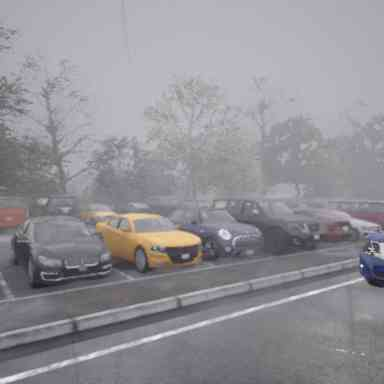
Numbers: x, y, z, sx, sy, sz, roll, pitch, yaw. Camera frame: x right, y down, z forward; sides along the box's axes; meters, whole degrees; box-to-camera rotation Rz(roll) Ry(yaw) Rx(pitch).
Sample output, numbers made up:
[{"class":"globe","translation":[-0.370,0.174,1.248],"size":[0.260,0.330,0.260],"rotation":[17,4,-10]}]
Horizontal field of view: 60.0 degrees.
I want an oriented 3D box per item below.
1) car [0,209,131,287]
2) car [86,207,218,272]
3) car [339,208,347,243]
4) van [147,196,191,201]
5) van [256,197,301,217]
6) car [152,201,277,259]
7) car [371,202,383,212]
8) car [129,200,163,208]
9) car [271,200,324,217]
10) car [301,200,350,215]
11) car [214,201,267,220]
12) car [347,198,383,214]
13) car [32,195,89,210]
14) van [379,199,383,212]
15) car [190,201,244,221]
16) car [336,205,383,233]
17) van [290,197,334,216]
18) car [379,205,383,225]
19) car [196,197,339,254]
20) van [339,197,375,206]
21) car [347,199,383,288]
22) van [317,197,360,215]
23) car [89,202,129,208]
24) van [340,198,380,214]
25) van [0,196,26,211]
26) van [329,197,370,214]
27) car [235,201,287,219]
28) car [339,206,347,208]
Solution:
[{"class":"car","translation":[-3.878,1.467,9.503],"size":[2.231,1.521,4.892],"rotation":[0,0,-35]},{"class":"car","translation":[-1.620,1.482,11.112],"size":[2.097,1.535,5.008],"rotation":[1,0,-35]},{"class":"car","translation":[5.147,1.598,15.959],"size":[2.163,1.488,4.792],"rotation":[1,0,-35]},{"class":"van","translation":[-2.323,1.345,26.805],"size":[1.878,1.987,4.442],"rotation":[1,0,-35]},{"class":"van","translation":[8.959,1.505,34.839],"size":[1.878,1.987,4.442],"rotation":[1,0,-35]},{"class":"car","translation":[0.628,1.382,12.743],"size":[2.185,1.767,4.553],"rotation":[1,0,-35]},{"class":"car","translation":[29.312,2.299,49.188],"size":[2.002,1.452,4.674],"rotation":[2,-1,-35]},{"class":"car","translation":[-4.510,1.540,25.095],"size":[2.231,1.521,4.892],"rotation":[1,0,-35]},{"class":"car","translation":[11.389,1.760,36.200],"size":[1.946,1.575,5.366],"rotation":[1,0,-35]},{"class":"car","translation":[15.790,1.827,39.567],"size":[2.097,1.535,5.008],"rotation":[1,0,-35]},{"class":"car","translation":[4.515,1.667,31.525],"size":[2.097,1.535,5.008],"rotation":[1,0,-35]},{"class":"car","translation":[24.720,1.851,45.886],"size":[2.435,2.045,5.566],"rotation":[2,-1,-35]},{"class":"car","translation":[-9.038,1.232,21.913],"size":[2.435,2.045,5.566],"rotation":[0,0,-35]},{"class":"van","translation":[31.402,2.106,50.822],"size":[1.878,1.987,4.442],"rotation":[2,-1,-35]},{"class":"car","translation":[2.156,1.634,29.845],"size":[2.097,1.535,5.008],"rotation":[1,0,-35]},{"class":"car","translation":[11.944,1.665,20.771],"size":[2.097,1.535,5.008],"rotation":[1,0,-35]},{"class":"van","translation":[13.606,1.569,37.862],"size":[1.878,1.987,4.442],"rotation":[1,0,-35]},{"class":"car","translation":[16.486,1.758,23.962],"size":[2.163,1.488,4.792],"rotation":[1,0,-35]},{"class":"car","translation":[2.921,1.285,14.304],"size":[2.435,2.045,5.566],"rotation":[1,0,-35]},{"class":"van","translation":[9.620,1.407,19.252],"size":[1.878,1.987,4.442],"rotation":[1,0,-35]},{"class":"car","translation":[6.475,1.274,8.301],"size":[5.566,2.045,2.150],"rotation":[1,0,-35]},{"class":"van","translation":[17.997,1.647,40.990],"size":[1.878,1.987,4.442],"rotation":[1,-1,-35]},{"class":"car","translation":[-6.661,1.506,23.345],"size":[1.946,1.575,5.366],"rotation":[1,0,-35]},{"class":"van","translation":[22.379,1.800,44.397],"size":[1.878,1.987,4.442],"rotation":[2,-1,-35]},{"class":"van","translation":[-11.445,1.241,20.309],"size":[1.878,1.987,4.442],"rotation":[0,0,-35]},{"class":"van","translation":[20.226,1.727,42.863],"size":[1.878,1.987,4.442],"rotation":[2,-1,-35]},{"class":"car","translation":[6.772,1.700,33.131],"size":[2.231,1.521,4.892],"rotation":[1,0,-35]},{"class":"car","translation":[7.423,1.641,17.547],"size":[2.002,1.452,4.674],"rotation":[1,0,-35]}]
